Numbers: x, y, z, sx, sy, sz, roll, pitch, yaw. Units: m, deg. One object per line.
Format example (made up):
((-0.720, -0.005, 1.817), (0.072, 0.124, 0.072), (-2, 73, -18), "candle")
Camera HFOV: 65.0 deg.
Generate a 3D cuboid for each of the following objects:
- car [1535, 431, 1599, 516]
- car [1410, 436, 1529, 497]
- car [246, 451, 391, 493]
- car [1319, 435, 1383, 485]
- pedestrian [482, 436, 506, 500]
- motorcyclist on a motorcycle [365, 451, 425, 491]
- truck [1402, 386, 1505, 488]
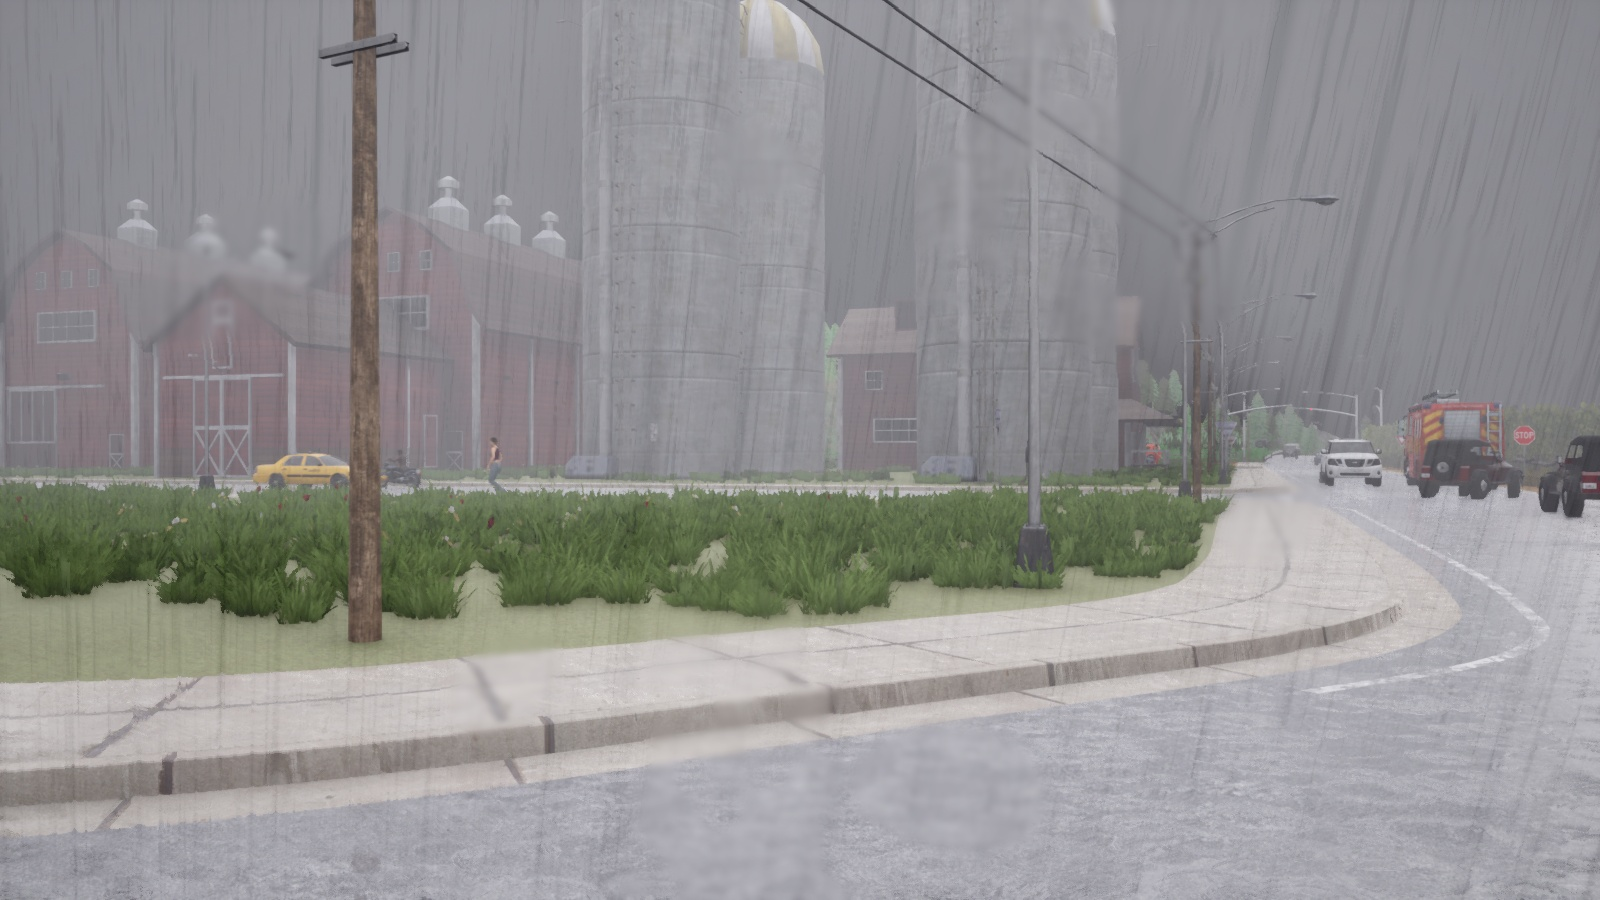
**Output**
((18.836, 0.510, 29.569), (1.905, 1.878, 3.866), (0, 0, 19), "car")
((21.470, 0.499, 40.230), (3.866, 1.878, 1.905), (0, 0, -37), "car")
((-18.774, 0.856, 48.949), (5.366, 1.575, 1.801), (0, 0, 19), "car")
((24.063, 0.414, 54.977), (2.150, 2.045, 5.566), (0, 0, 19), "car")
((-8.912, 0.516, 36.555), (0.594, 1.836, 0.345), (0, 0, 13), "pedestrian")
((-16.774, 0.858, 51.970), (2.350, 1.649, 0.766), (0, 0, 19), "motorcyclist on a motorcycle")
((26.531, -0.483, 51.321), (2.891, 3.827, 8.468), (0, 0, 22), "truck")
